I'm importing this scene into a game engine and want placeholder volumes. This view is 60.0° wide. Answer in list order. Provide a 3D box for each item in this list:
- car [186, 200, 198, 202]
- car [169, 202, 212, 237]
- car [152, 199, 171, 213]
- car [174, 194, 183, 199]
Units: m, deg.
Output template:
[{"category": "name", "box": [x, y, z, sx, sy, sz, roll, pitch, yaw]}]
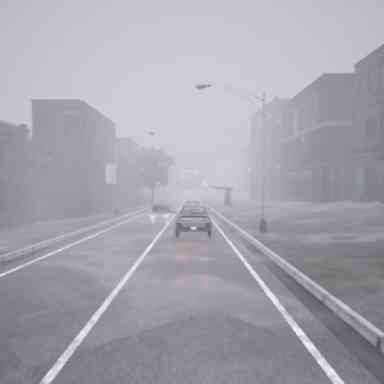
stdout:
[{"category": "car", "box": [0.015, 1.600, 36.099, 2.033, 1.411, 5.357, 0, 0, 0]}, {"category": "car", "box": [0.074, 1.500, 18.129, 2.128, 1.511, 4.902, 0, 0, 0]}, {"category": "car", "box": [-3.436, 1.537, 37.932, 1.882, 1.535, 5.008, 0, 0, 0]}, {"category": "car", "box": [-3.182, 1.055, 78.380, 1.882, 1.535, 5.008, 0, 1, 0]}]
